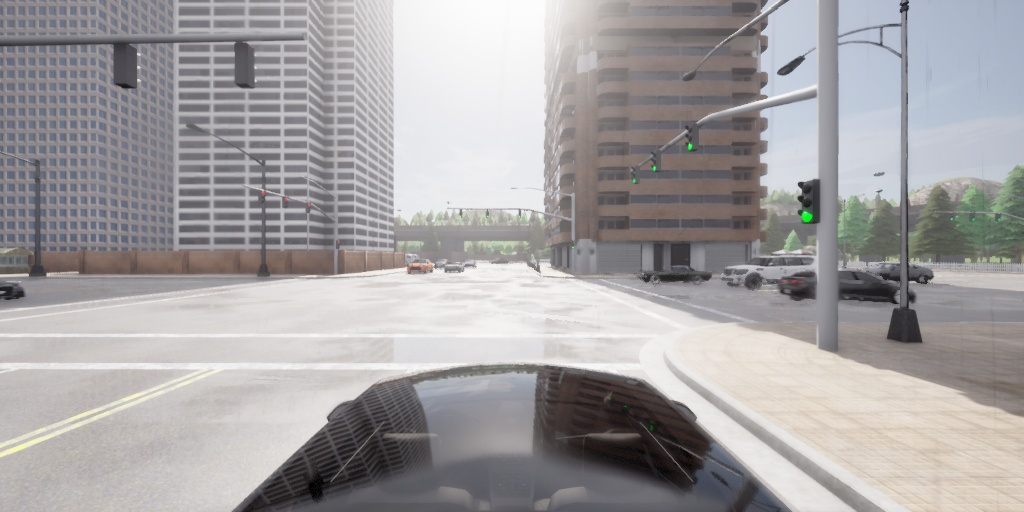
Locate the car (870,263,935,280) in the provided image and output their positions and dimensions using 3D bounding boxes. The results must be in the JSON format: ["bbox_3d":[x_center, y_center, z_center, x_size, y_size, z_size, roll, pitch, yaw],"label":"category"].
[{"bbox_3d":[27.068,1.243,25.678,4.902,1.511,2.128,0,0,0],"label":"car"}]

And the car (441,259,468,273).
[{"bbox_3d":[-7.082,1.350,44.395,1.895,1.301,4.718,0,0,0],"label":"car"}]

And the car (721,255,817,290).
[{"bbox_3d":[16.143,0.971,22.317,5.566,2.045,2.150,0,0,0],"label":"car"}]

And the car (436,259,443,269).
[{"bbox_3d":[-10.584,1.236,54.530,2.128,1.511,4.902,0,1,0],"label":"car"}]

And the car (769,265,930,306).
[{"bbox_3d":[14.134,1.323,15.240,4.892,1.490,1.837,1,0,0],"label":"car"}]

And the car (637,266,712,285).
[{"bbox_3d":[11.581,1.350,25.878,4.718,1.301,1.895,0,0,2],"label":"car"}]

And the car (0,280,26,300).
[{"bbox_3d":[-23.985,1.375,15.442,4.181,1.385,1.994,1,0,0],"label":"car"}]

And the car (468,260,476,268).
[{"bbox_3d":[-7.058,1.296,59.873,2.033,1.411,5.357,0,0,1],"label":"car"}]

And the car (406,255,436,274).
[{"bbox_3d":[-10.588,1.101,41.532,2.097,1.767,4.553,0,0,0],"label":"car"}]
